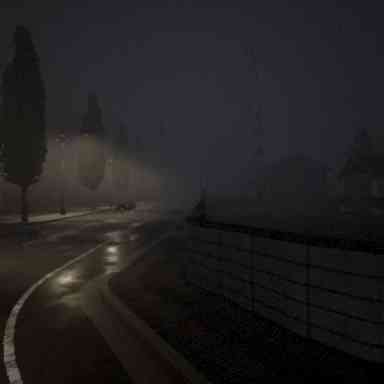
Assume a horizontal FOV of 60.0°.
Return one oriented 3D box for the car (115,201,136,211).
[{"bbox_3d":[-8.686,1.822,43.855,1.895,1.301,4.718,-1,0,1],"label":"car"}]
